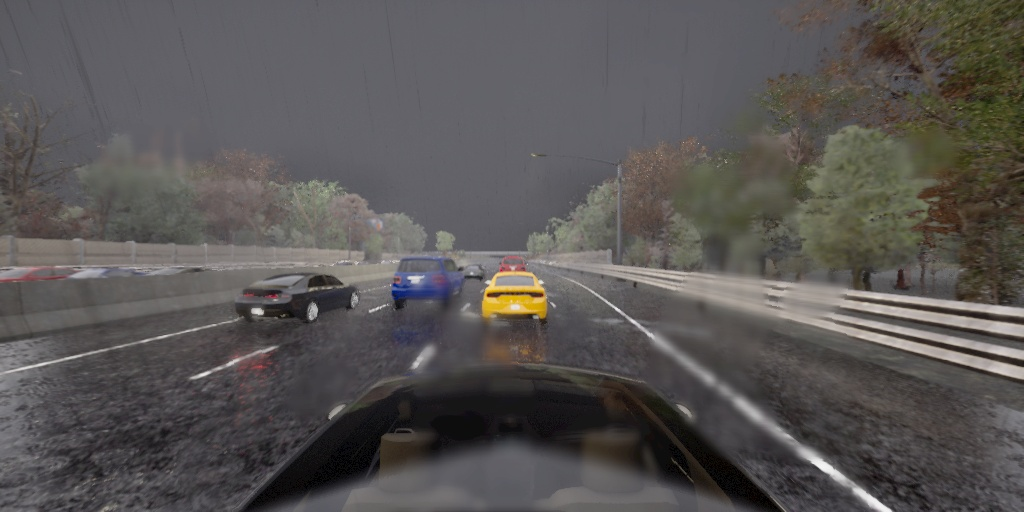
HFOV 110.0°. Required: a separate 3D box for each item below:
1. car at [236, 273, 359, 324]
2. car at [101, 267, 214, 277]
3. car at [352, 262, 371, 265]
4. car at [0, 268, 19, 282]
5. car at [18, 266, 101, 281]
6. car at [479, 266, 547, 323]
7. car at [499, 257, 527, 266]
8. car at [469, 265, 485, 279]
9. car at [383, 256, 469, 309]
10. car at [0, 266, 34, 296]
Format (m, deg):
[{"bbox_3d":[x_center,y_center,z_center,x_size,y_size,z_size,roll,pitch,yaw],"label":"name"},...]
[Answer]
[{"bbox_3d":[-6.909,1.303,12.180,1.837,1.490,4.892,0,-1,0],"label":"car"},{"bbox_3d":[-17.611,1.337,18.717,1.837,1.490,4.892,0,0,0],"label":"car"},{"bbox_3d":[-24.561,1.633,60.158,1.994,1.385,4.181,0,0,1],"label":"car"},{"bbox_3d":[-24.611,1.309,18.378,1.882,1.535,5.008,0,0,0],"label":"car"},{"bbox_3d":[-21.098,1.357,18.383,1.812,1.442,4.674,0,0,0],"label":"car"},{"bbox_3d":[0.091,1.278,12.391,1.882,1.535,5.008,0,0,0],"label":"car"},{"bbox_3d":[0.082,1.119,31.165,2.150,2.045,5.566,0,0,0],"label":"car"},{"bbox_3d":[-3.418,1.469,32.476,1.994,1.385,4.181,0,0,0],"label":"car"},{"bbox_3d":[-3.407,1.037,15.497,2.150,2.045,5.566,0,0,0],"label":"car"},{"bbox_3d":[-27.654,1.318,17.539,2.128,1.511,4.902,0,0,-2],"label":"car"}]
